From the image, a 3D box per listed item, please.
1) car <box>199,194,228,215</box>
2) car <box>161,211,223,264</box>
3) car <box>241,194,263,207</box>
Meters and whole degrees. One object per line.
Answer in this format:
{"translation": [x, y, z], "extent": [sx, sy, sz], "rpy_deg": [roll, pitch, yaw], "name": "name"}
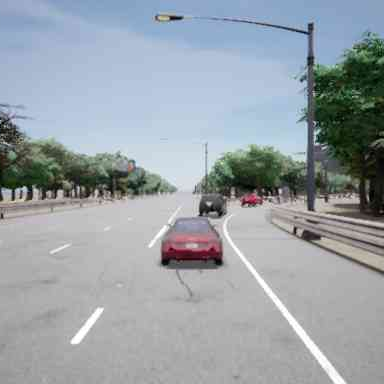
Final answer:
{"translation": [2.112, 1.249, 32.266], "extent": [2.150, 2.045, 5.566], "rpy_deg": [0, 0, 13], "name": "car"}
{"translation": [0.010, 1.577, 11.935], "extent": [1.994, 1.385, 4.181], "rpy_deg": [0, 0, 0], "name": "car"}
{"translation": [9.594, 1.278, 52.813], "extent": [2.150, 2.045, 5.566], "rpy_deg": [0, 0, 28], "name": "car"}
